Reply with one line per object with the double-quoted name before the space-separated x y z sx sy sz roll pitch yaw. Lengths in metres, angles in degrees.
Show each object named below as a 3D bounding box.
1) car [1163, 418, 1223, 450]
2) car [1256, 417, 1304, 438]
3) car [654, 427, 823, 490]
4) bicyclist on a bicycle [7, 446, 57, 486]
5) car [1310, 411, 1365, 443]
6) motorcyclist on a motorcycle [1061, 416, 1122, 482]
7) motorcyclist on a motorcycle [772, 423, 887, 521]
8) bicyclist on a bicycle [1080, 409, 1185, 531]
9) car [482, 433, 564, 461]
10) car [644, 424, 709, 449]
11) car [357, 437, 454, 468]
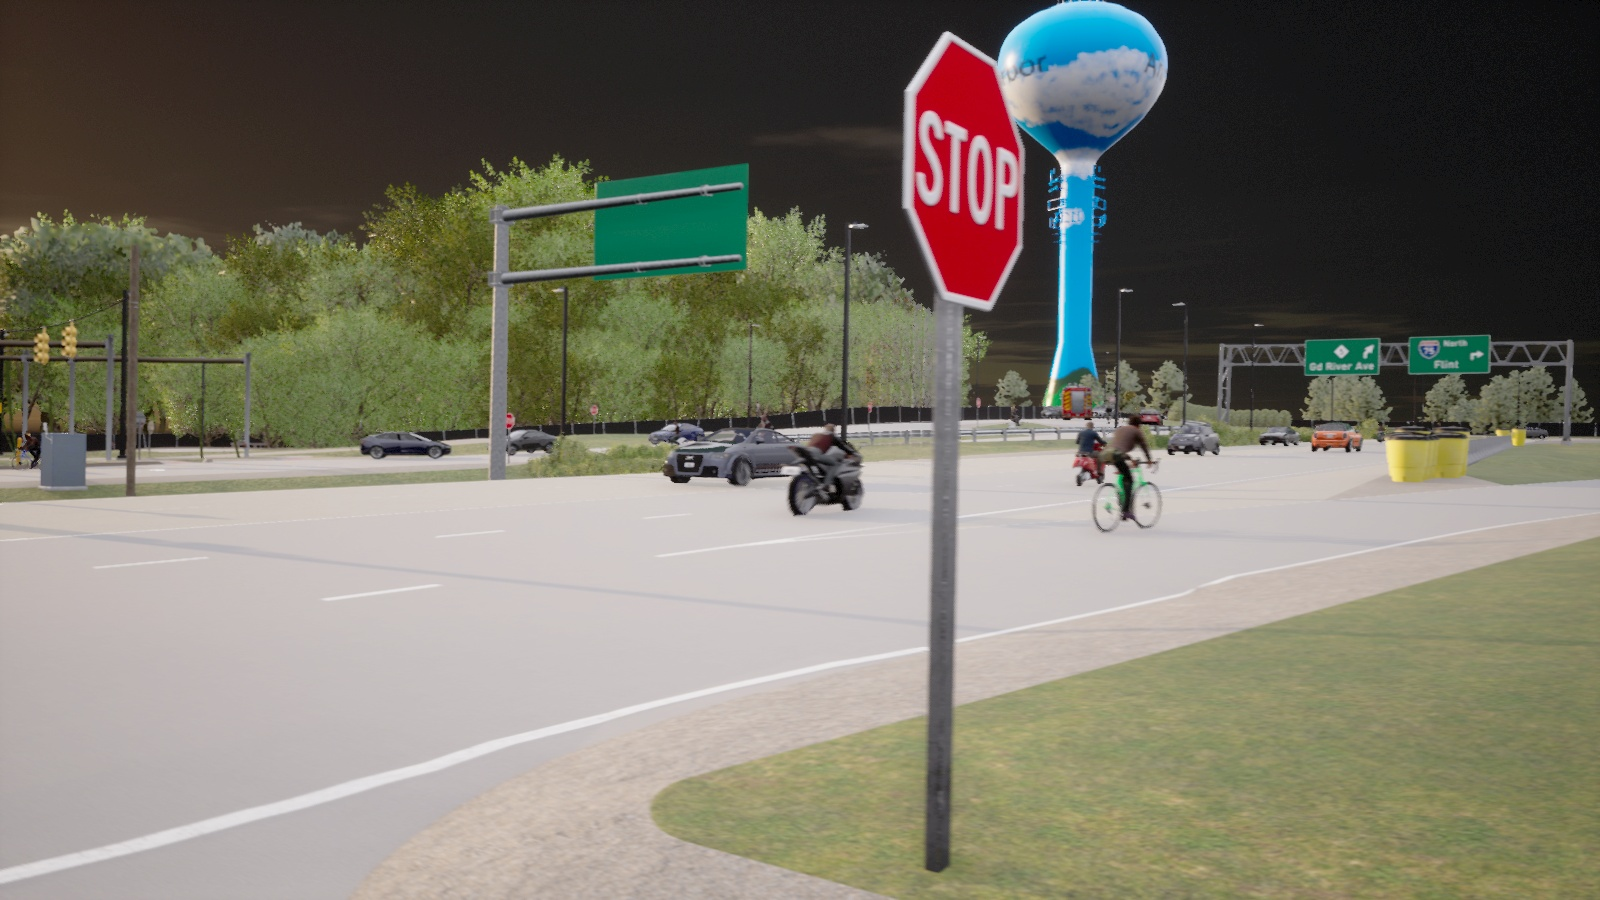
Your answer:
"car" 19.224 -0.797 61.326 1.845 1.501 3.633 0 2 34
"car" 34.602 -1.617 90.450 2.033 1.411 5.357 0 2 34
"car" -1.420 0.160 30.646 1.994 1.385 4.181 0 2 34
"bicyclist on a bicycle" -32.479 0.666 53.140 0.582 1.620 1.656 0 2 33
"car" 31.273 -1.347 72.963 2.097 1.767 4.553 0 2 34
"motorcyclist on a motorcycle" 7.197 -0.044 30.913 0.866 1.590 1.817 0 2 34
"motorcyclist on a motorcycle" 0.525 0.329 20.996 0.866 1.530 2.191 0 2 34
"bicyclist on a bicycle" 4.626 0.246 17.426 1.656 1.620 0.582 -2 2 -42
"car" -16.359 -0.176 74.361 1.812 1.442 4.674 0 3 37
"car" -8.417 -0.959 86.205 1.812 1.442 4.674 0 4 35
"car" -21.478 0.107 68.587 4.792 1.488 2.163 -1 2 -10
